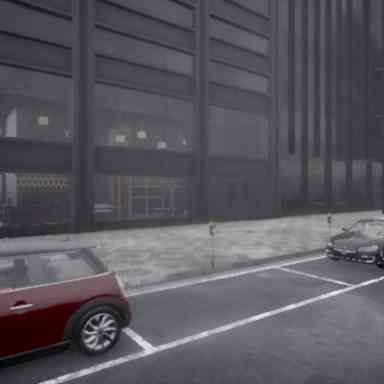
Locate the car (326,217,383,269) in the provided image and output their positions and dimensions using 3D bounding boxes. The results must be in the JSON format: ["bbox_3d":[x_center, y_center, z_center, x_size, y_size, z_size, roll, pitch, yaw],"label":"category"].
[{"bbox_3d":[6.205,1.529,10.954,4.403,1.369,2.008,0,0,-35],"label":"car"}]

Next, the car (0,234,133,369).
[{"bbox_3d":[-2.978,1.440,4.407,4.097,1.590,1.967,0,0,-35],"label":"car"}]
